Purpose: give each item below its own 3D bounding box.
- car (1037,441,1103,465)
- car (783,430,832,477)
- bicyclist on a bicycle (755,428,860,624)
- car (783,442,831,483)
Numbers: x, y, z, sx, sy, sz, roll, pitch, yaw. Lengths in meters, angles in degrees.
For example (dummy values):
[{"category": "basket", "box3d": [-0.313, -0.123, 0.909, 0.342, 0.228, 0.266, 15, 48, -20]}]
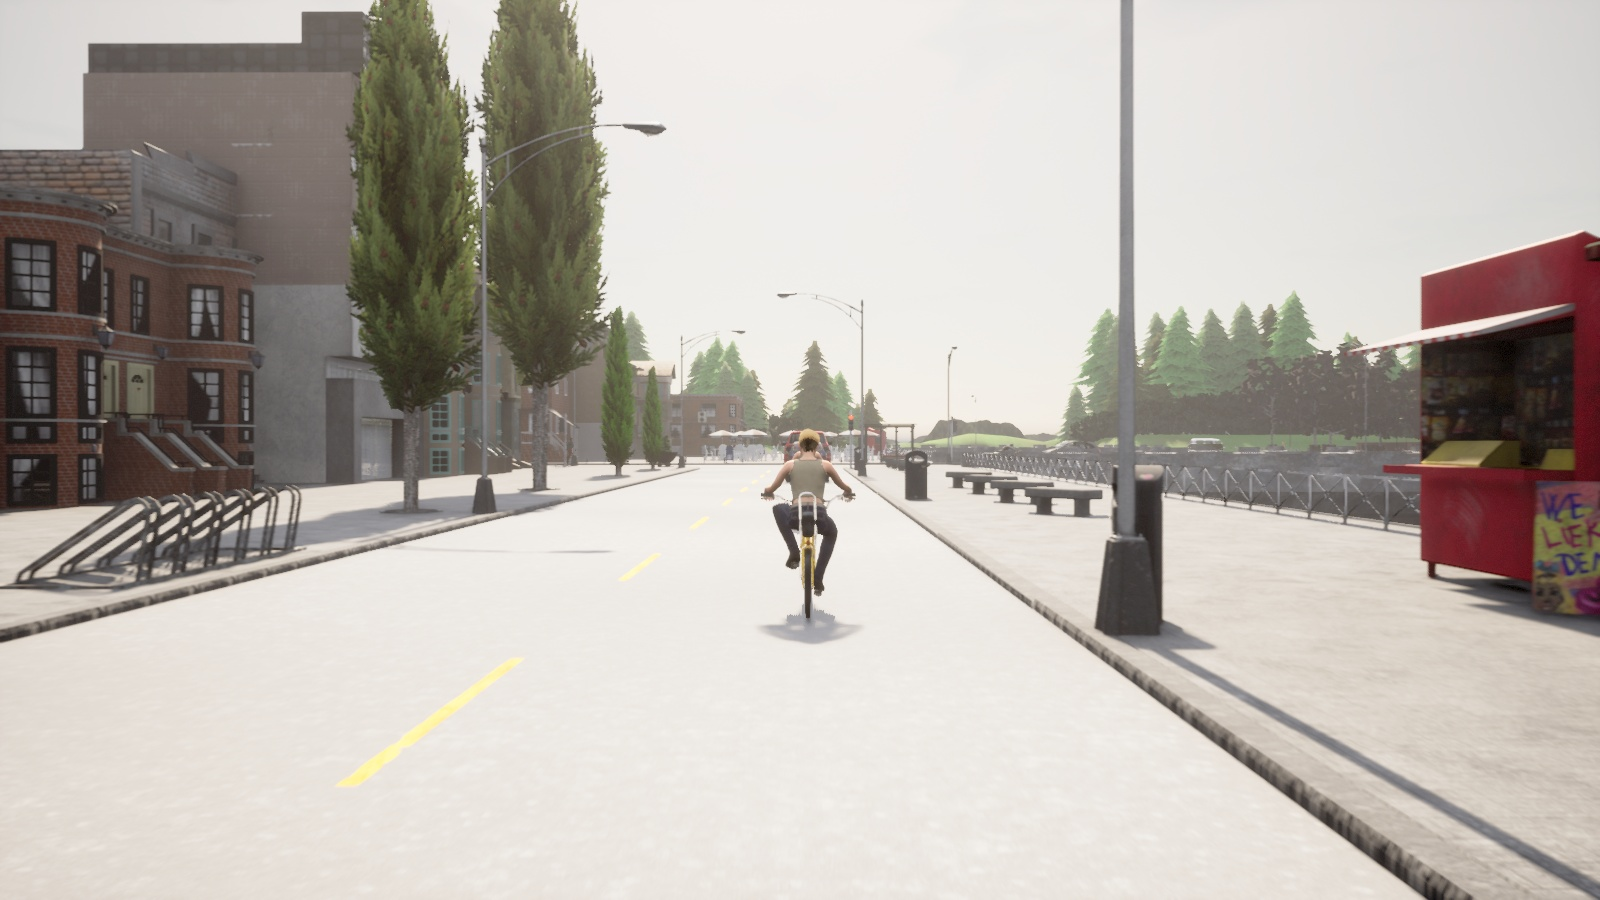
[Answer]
[{"category": "car", "box3d": [17.799, 0.193, 82.835, 3.988, 1.617, 1.851, 0, 0, 1]}, {"category": "car", "box3d": [0.338, 0.138, 58.201, 2.150, 2.045, 5.566, 0, 0, 0]}, {"category": "bicyclist on a bicycle", "box3d": [0.072, 0.620, 11.098, 0.866, 1.612, 1.509, 0, 0, 1]}, {"category": "car", "box3d": [0.283, 0.451, 48.638, 1.789, 1.549, 3.705, 0, 0, 0]}]
